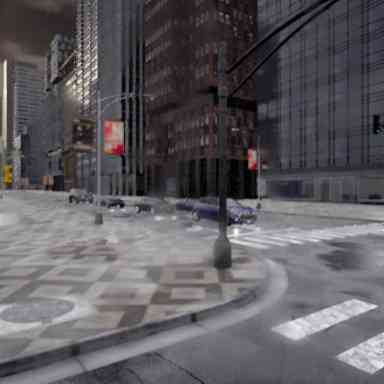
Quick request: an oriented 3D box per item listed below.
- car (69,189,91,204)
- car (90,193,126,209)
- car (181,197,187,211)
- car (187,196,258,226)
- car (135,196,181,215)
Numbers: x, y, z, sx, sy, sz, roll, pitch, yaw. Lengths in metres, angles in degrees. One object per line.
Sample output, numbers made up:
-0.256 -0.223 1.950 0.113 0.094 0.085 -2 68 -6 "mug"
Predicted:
-15.323 0.570 45.752 2.150 2.045 5.566 0 1 -35 "car"
-9.203 1.030 36.976 2.033 1.411 5.357 0 1 -35 "car"
0.010 1.168 29.848 2.033 1.411 5.357 0 1 -35 "car"
1.996 1.083 21.021 2.097 1.767 4.553 0 1 -35 "car"
-3.278 1.118 28.530 1.837 1.490 4.892 0 1 -35 "car"
